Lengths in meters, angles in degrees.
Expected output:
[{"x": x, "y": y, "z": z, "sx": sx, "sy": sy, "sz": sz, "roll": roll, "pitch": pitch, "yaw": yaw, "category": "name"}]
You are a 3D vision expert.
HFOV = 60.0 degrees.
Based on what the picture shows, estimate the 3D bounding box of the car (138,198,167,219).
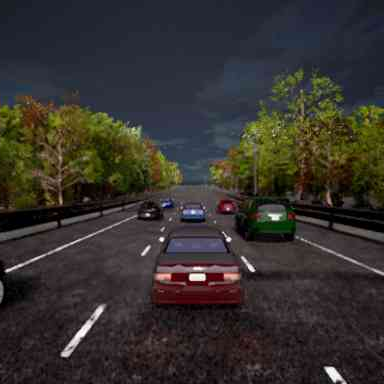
[{"x": -3.468, "y": 1.509, "z": 28.587, "sx": 1.837, "sy": 1.490, "sz": 4.892, "roll": 0, "pitch": 1, "yaw": 0, "category": "car"}]

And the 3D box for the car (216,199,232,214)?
[{"x": 3.573, "y": 1.507, "z": 35.272, "sx": 1.812, "sy": 1.442, "sz": 4.674, "roll": 0, "pitch": 0, "yaw": 0, "category": "car"}]

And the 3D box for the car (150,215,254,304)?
[{"x": 0.093, "y": 1.549, "z": 8.365, "sx": 2.033, "sy": 1.411, "sz": 5.357, "roll": 0, "pitch": 0, "yaw": 0, "category": "car"}]

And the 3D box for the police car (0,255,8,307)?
[{"x": -4.554, "y": 1.427, "z": 4.663, "sx": 1.930, "sy": 1.638, "sz": 5.238, "roll": 0, "pitch": 0, "yaw": 0, "category": "police car"}]

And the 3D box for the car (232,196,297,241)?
[{"x": 3.586, "y": 1.224, "z": 16.965, "sx": 2.150, "sy": 2.045, "sz": 5.566, "roll": 0, "pitch": 0, "yaw": 0, "category": "car"}]

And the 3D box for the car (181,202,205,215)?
[{"x": 0.080, "y": 1.550, "z": 26.956, "sx": 2.033, "sy": 1.411, "sz": 5.357, "roll": 0, "pitch": 0, "yaw": 0, "category": "car"}]

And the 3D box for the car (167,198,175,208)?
[{"x": -3.472, "y": 1.467, "z": 45.491, "sx": 1.994, "sy": 1.385, "sz": 4.181, "roll": 0, "pitch": 1, "yaw": 0, "category": "car"}]
